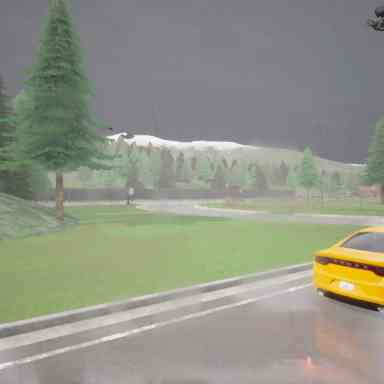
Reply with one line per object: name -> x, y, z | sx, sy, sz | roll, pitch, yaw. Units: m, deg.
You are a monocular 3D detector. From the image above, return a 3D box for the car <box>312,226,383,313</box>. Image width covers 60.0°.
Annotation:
car -> 4.700, 1.478, 7.206 | 5.008, 1.535, 1.882 | 0, 0, -35
